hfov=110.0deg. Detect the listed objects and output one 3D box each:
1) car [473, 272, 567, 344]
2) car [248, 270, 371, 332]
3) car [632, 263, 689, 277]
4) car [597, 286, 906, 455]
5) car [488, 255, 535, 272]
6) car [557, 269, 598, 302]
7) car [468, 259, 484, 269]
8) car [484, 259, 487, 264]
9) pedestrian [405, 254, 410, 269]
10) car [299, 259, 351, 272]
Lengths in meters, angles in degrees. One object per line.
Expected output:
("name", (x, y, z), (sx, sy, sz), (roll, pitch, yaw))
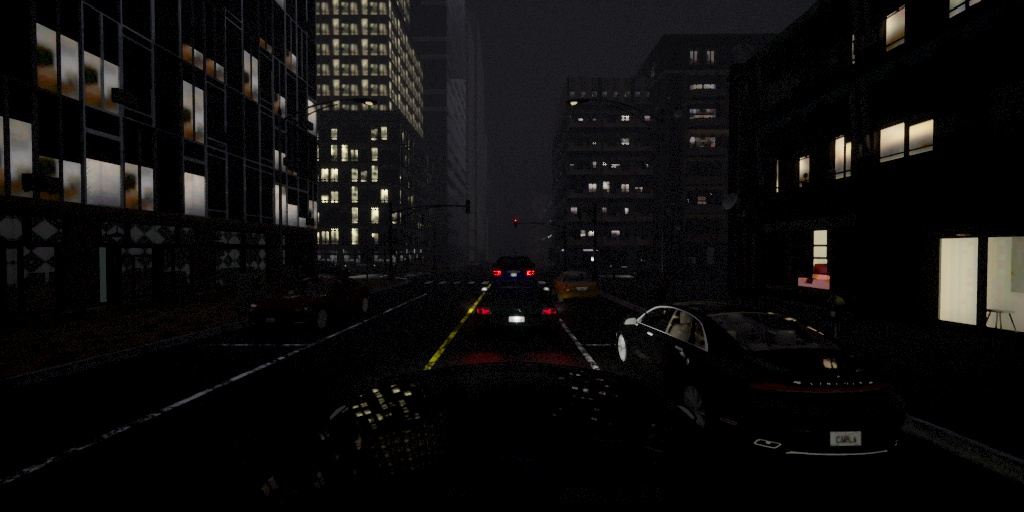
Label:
("car", (0.095, 1.312, 9.621), (1.994, 1.385, 4.181), (0, 0, 0))
("car", (-5.825, 1.292, 10.897), (1.888, 1.381, 4.507), (0, 0, 0))
("car", (15.342, 1.405, 37.044), (5.357, 1.411, 2.033), (0, 1, 1))
("car", (2.817, 1.299, 5.198), (2.007, 1.370, 4.403), (0, 0, 0))
("car", (0.087, 0.967, 19.429), (2.150, 2.045, 5.566), (0, 0, 0))
("car", (2.813, 1.271, 16.657), (1.751, 1.417, 4.829), (0, 0, 0))
("car", (-5.709, 1.264, 54.269), (1.751, 1.417, 4.829), (0, 0, 0))
("car", (-5.711, 1.304, 60.093), (1.948, 1.339, 4.313), (0, 0, 0))
("pedestrian", (-12.562, 0.670, 42.954), (0.375, 1.860, 0.375), (0, 0, 1))
("car", (-17.869, 1.154, 34.291), (4.674, 1.442, 1.812), (1, 1, 2))
